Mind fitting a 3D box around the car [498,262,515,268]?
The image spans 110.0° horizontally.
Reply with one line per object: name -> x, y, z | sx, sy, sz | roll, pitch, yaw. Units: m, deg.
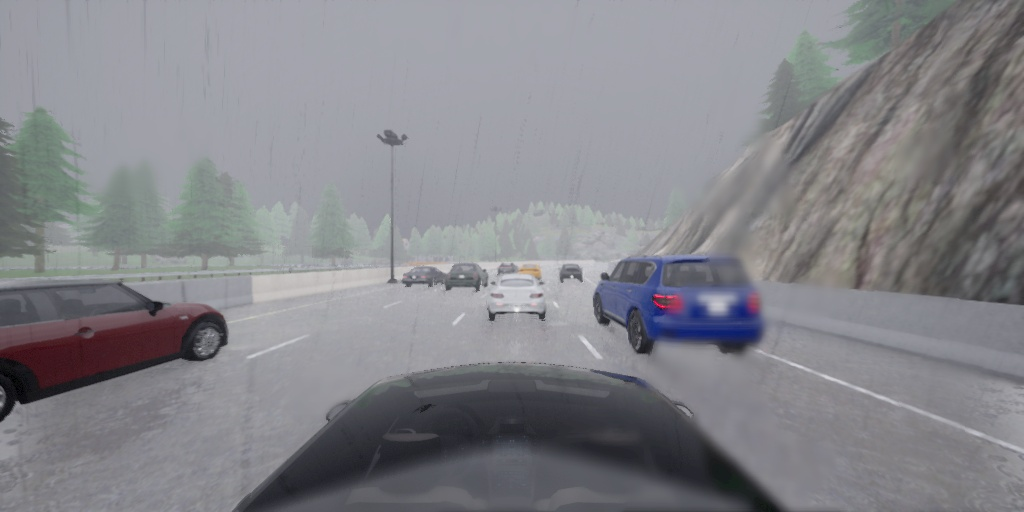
car -> -0.404, 1.467, 41.678 | 2.128, 1.511, 4.902 | 0, 0, 10

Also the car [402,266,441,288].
car -> -6.096, 1.439, 25.651 | 2.033, 1.411, 5.357 | 0, 0, 5

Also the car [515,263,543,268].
car -> 1.697, 1.398, 32.355 | 1.882, 1.535, 5.008 | 0, 0, 7

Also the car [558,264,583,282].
car -> 5.050, 1.414, 30.992 | 1.837, 1.490, 4.892 | 0, 0, 7

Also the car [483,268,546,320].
car -> 0.192, 1.338, 12.822 | 1.812, 1.442, 4.674 | 0, 0, 1

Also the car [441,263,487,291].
car -> -2.773, 1.225, 23.003 | 2.097, 1.767, 4.553 | 0, 0, 4

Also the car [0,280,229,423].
car -> -6.897, 1.132, 5.519 | 2.097, 1.767, 4.553 | 0, 0, 0

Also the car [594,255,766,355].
car -> 3.613, 1.008, 8.931 | 2.150, 2.045, 5.566 | 0, 0, 0
